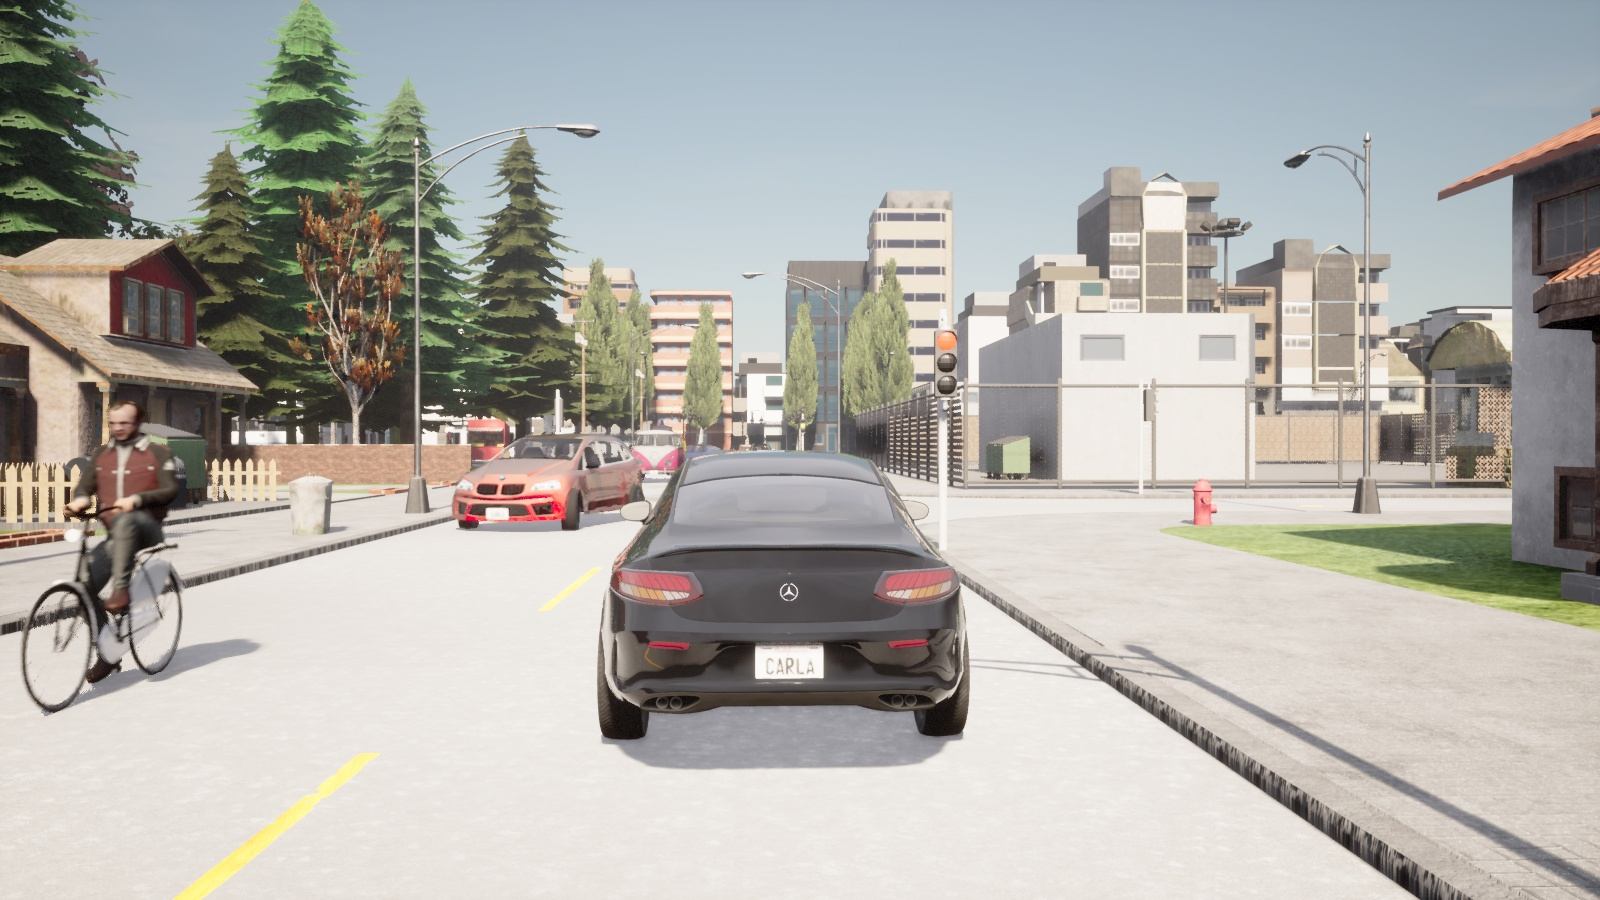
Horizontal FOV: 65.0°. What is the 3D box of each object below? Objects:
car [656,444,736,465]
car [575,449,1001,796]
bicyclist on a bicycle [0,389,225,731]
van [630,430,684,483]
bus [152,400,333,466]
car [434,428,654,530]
[{"bbox_3d":[-7.258,0.293,87.731,5.357,1.411,2.033,0,0,30],"label":"car"},{"bbox_3d":[-0.142,0.729,7.674,1.812,1.442,4.674,0,0,-2],"label":"car"},{"bbox_3d":[-4.142,0.572,7.457,0.659,1.776,1.843,0,0,-2],"label":"bicyclist on a bicycle"},{"bbox_3d":[-5.522,0.218,49.039,1.775,1.987,4.442,0,0,-2],"label":"van"},{"bbox_3d":[-36.825,-1.130,83.327,10.273,4.253,3.944,0,0,-2],"label":"bus"},{"bbox_3d":[-4.501,0.457,22.943,2.242,1.667,4.611,0,0,13],"label":"car"}]
